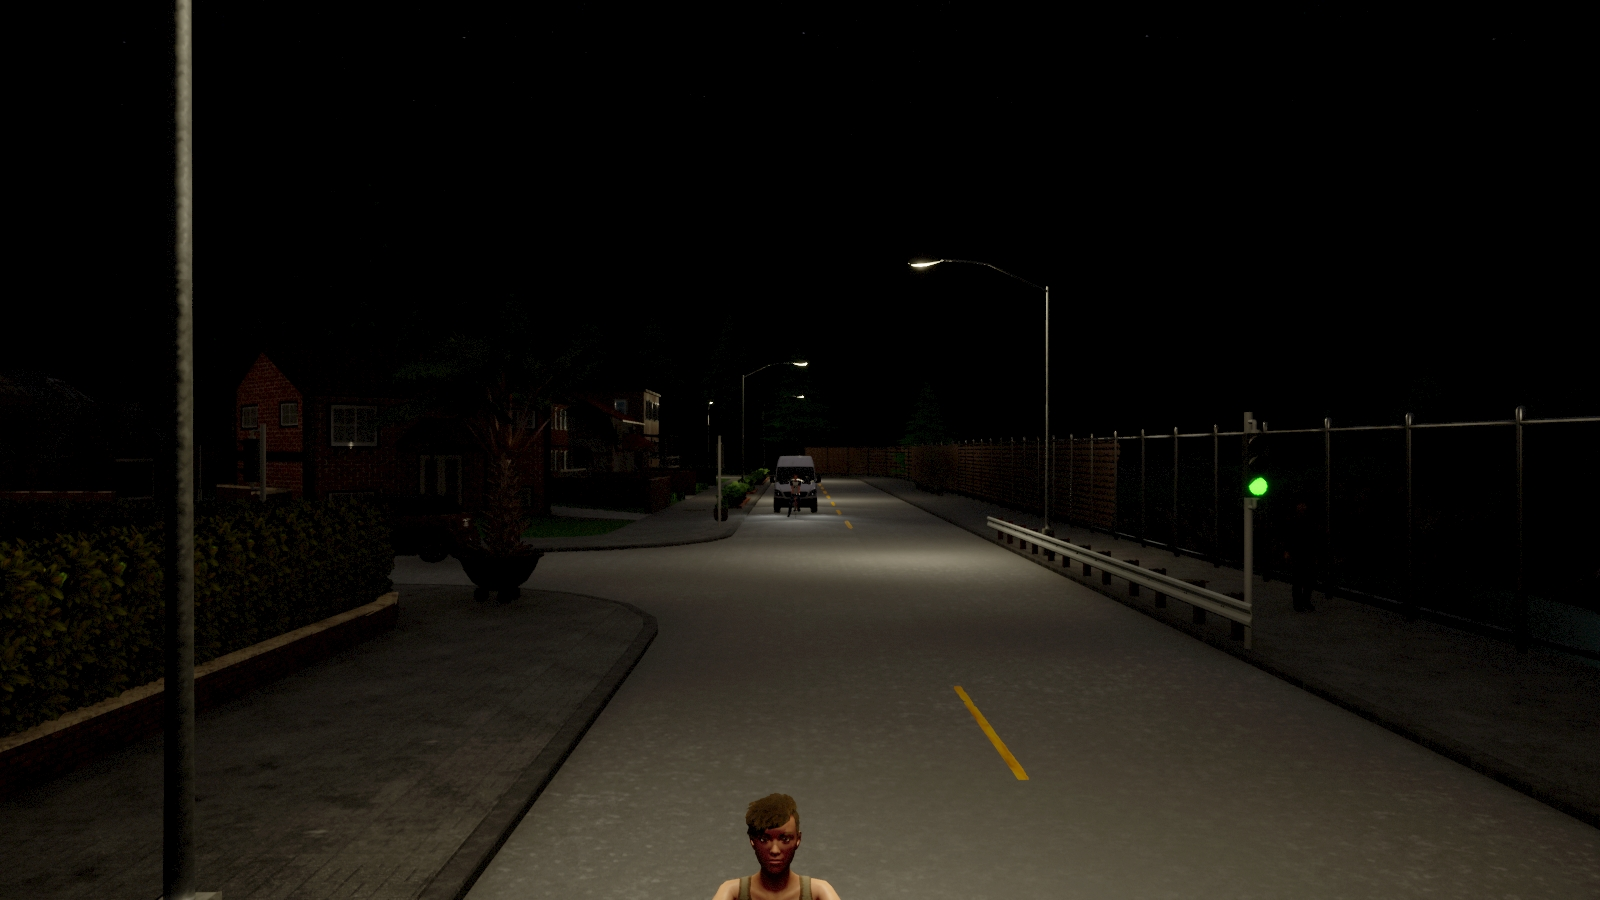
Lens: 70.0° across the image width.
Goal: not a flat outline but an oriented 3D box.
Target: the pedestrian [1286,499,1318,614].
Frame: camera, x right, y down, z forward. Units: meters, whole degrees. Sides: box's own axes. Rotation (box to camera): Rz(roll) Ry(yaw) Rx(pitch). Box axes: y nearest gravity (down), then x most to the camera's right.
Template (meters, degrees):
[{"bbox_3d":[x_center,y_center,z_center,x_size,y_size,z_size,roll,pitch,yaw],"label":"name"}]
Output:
[{"bbox_3d":[8.311,1.752,18.927,0.375,1.860,0.375,0,0,1],"label":"pedestrian"}]

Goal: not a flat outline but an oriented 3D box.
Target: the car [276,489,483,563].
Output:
[{"bbox_3d":[-10.689,1.916,29.293,4.553,1.767,2.097,0,0,1],"label":"car"}]

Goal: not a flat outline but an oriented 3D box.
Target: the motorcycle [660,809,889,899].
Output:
[{"bbox_3d":[-0.084,2.157,3.590,0.764,1.307,2.356,0,0,-1],"label":"motorcycle"}]
